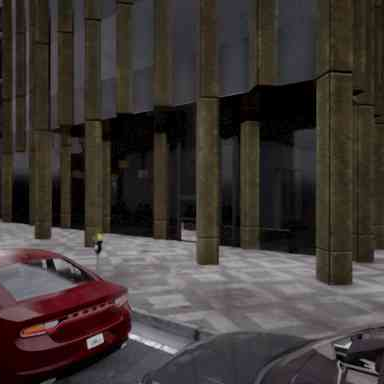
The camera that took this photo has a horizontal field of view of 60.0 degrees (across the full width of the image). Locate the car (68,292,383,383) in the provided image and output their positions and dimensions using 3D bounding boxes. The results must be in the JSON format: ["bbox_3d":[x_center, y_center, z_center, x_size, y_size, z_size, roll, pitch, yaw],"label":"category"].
[{"bbox_3d":[1.517,1.551,1.876,4.403,1.369,2.008,0,0,36],"label":"car"}]

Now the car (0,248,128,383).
[{"bbox_3d":[-2.898,1.543,5.051,4.507,1.381,1.887,0,0,36],"label":"car"}]
